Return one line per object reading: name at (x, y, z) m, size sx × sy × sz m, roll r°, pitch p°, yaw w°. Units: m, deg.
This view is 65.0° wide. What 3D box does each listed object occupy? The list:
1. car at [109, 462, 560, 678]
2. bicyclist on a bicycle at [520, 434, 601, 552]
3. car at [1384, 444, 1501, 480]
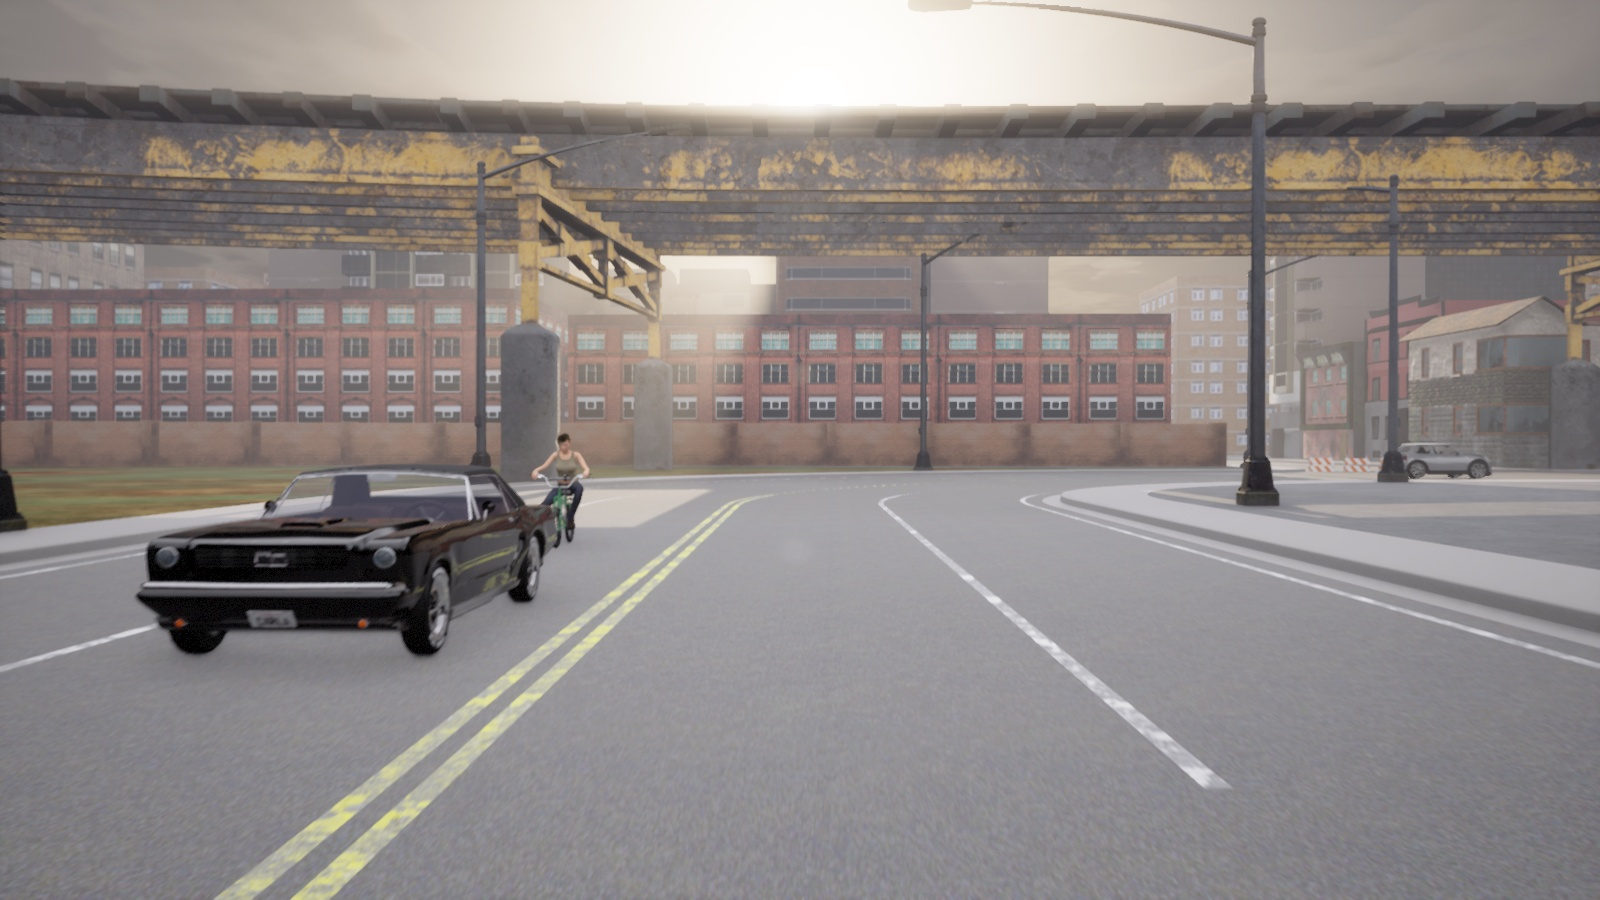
car at (-3.413, 0.784, 10.346) m, size 1.895 × 1.301 × 4.718 m, roll 0°, pitch 0°, yaw 1°
bicyclist on a bicycle at (-3.386, 0.579, 17.878) m, size 0.866 × 1.612 × 1.509 m, roll 0°, pitch 0°, yaw 0°
car at (26.505, 0.483, 51.875) m, size 3.806 × 1.475 × 1.970 m, roll 0°, pitch 0°, yaw -2°
